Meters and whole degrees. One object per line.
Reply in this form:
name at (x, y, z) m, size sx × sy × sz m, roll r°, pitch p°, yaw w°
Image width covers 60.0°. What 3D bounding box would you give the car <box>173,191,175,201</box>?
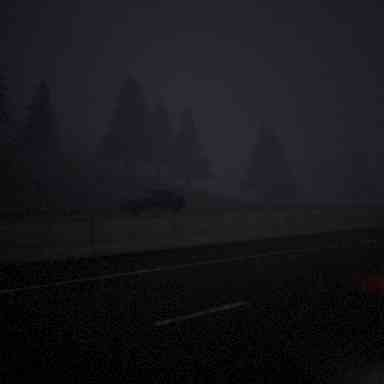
car at (-3.135, 0.793, 26.968) m, size 5.566 × 2.045 × 2.150 m, roll 0°, pitch 0°, yaw -32°
